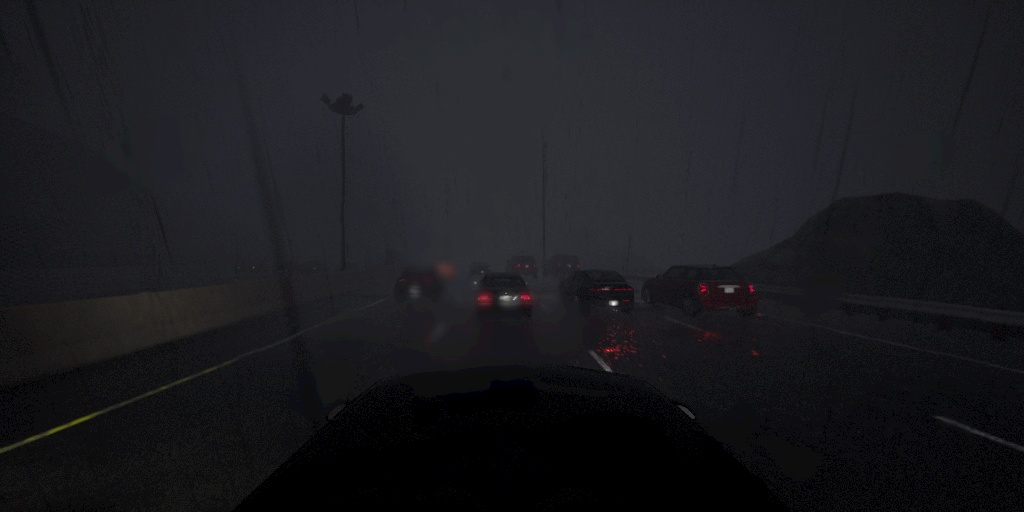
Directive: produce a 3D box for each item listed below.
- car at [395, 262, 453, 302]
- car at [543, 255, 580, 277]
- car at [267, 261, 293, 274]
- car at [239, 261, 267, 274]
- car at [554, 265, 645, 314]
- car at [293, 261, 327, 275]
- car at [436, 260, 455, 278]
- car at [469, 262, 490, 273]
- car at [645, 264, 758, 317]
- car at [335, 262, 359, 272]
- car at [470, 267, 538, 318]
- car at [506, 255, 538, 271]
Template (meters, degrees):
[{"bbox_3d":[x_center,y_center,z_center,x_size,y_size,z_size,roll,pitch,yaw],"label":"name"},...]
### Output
[{"bbox_3d":[-4.208,1.249,17.138,2.128,1.511,4.902,0,0,-5],"label":"car"},{"bbox_3d":[4.447,0.959,32.493,2.150,2.045,5.566,0,0,-9],"label":"car"},{"bbox_3d":[-26.347,1.351,42.292,2.033,1.411,5.357,0,0,-14],"label":"car"},{"bbox_3d":[-29.824,1.337,41.663,1.812,1.442,4.674,0,0,-14],"label":"car"},{"bbox_3d":[3.070,1.247,13.805,1.837,1.490,4.892,0,0,-4],"label":"car"},{"bbox_3d":[-22.209,1.272,39.971,1.882,1.535,5.008,0,0,-13],"label":"car"},{"bbox_3d":[-6.521,1.113,34.108,2.097,1.767,4.553,0,0,-10],"label":"car"},{"bbox_3d":[-3.117,1.279,34.989,1.812,1.442,4.674,0,0,-10],"label":"car"},{"bbox_3d":[6.596,1.086,13.219,2.097,1.767,4.553,0,0,-4],"label":"car"},{"bbox_3d":[-18.952,1.351,41.391,1.994,1.385,4.181,0,0,-13],"label":"car"},{"bbox_3d":[-0.344,1.297,13.004,2.033,1.411,5.357,0,0,-4],"label":"car"},{"bbox_3d":[0.826,0.966,32.940,2.150,2.045,5.566,0,0,-9],"label":"car"}]
